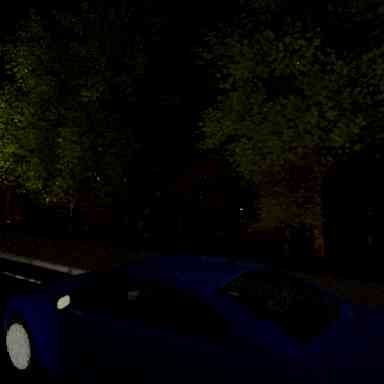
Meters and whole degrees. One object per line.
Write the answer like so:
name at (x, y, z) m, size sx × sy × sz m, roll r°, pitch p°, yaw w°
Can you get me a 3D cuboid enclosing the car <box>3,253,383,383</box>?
car at (-0.278, 1.478, 3.885) m, size 5.008 × 1.535 × 1.882 m, roll 0°, pitch 0°, yaw 36°
